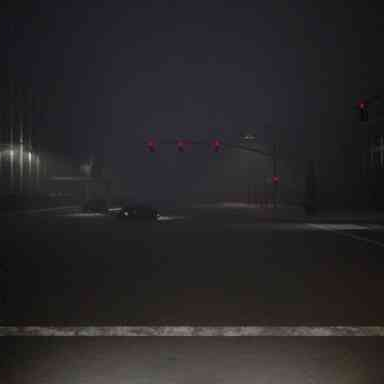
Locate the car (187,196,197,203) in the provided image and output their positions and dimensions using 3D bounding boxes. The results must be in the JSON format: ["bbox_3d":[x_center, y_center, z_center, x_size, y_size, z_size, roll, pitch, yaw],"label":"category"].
[{"bbox_3d":[-0.010,1.601,66.475,1.895,1.301,4.718,0,0,0],"label":"car"}]

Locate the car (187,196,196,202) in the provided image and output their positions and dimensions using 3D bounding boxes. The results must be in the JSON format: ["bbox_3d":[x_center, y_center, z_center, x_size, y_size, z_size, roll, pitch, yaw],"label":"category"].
[{"bbox_3d":[-0.125,1.540,76.269,2.033,1.411,5.357,0,0,0],"label":"car"}]

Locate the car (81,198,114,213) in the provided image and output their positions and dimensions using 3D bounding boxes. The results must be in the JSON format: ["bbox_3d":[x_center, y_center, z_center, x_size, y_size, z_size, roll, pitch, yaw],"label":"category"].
[{"bbox_3d":[-10.648,1.547,37.184,2.033,1.411,5.357,0,0,0],"label":"car"}]

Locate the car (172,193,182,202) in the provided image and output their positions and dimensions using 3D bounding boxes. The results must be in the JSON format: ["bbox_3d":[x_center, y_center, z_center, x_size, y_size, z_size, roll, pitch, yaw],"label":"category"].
[{"bbox_3d":[-3.625,1.225,75.798,2.150,2.045,5.566,0,0,0],"label":"car"}]

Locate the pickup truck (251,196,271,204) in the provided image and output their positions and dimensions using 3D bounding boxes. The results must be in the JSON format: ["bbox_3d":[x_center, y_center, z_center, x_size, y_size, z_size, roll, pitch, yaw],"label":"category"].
[{"bbox_3d":[13.020,1.058,61.498,2.390,2.098,6.274,0,0,30],"label":"pickup truck"}]

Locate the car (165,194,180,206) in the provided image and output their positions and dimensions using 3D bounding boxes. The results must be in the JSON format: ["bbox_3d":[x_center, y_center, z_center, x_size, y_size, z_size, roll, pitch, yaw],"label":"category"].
[{"bbox_3d":[-3.476,1.525,54.671,1.812,1.442,4.674,0,0,0],"label":"car"}]

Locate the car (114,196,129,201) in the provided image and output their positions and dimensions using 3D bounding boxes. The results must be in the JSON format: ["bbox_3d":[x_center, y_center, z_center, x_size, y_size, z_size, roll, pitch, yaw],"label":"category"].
[{"bbox_3d":[-10.666,1.564,47.058,1.994,1.385,4.181,0,0,0],"label":"car"}]

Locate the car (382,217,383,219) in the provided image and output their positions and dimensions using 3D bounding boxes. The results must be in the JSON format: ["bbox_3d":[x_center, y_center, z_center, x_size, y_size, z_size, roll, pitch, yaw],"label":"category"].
[{"bbox_3d":[15.114,1.601,21.577,4.718,1.301,1.895,0,0,0],"label":"car"}]

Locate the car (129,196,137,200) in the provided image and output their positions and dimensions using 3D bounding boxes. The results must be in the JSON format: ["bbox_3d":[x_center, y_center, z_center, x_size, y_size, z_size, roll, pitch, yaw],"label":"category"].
[{"bbox_3d":[-10.664,1.491,57.424,2.128,1.511,4.902,0,0,0],"label":"car"}]

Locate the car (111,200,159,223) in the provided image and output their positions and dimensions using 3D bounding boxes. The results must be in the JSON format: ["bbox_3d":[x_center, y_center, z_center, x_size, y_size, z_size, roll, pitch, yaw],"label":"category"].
[{"bbox_3d":[-4.147,1.564,26.098,1.994,1.385,4.181,0,0,19],"label":"car"}]
